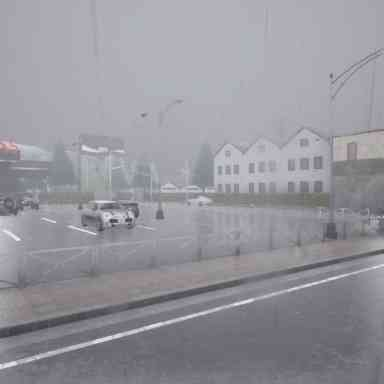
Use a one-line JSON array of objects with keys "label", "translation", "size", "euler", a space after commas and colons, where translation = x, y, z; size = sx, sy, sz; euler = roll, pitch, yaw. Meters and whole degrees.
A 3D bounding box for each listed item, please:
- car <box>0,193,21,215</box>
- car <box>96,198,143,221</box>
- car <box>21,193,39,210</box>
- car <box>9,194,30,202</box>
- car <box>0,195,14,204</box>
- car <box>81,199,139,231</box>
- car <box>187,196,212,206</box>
[{"label": "car", "translation": [-17.247, 1.113, 30.321], "size": [1.932, 1.855, 4.605], "euler": [0, 0, -36]}, {"label": "car", "translation": [-5.781, 1.313, 26.205], "size": [2.007, 1.523, 4.514], "euler": [0, 0, -36]}, {"label": "car", "translation": [-19.144, 1.092, 38.634], "size": [1.905, 1.878, 3.866], "euler": [0, 0, -36]}, {"label": "car", "translation": [-38.211, 1.328, 73.753], "size": [3.866, 1.878, 1.905], "euler": [0, 0, -36]}, {"label": "car", "translation": [-38.452, 1.495, 66.625], "size": [4.611, 1.667, 2.242], "euler": [0, 0, -36]}, {"label": "car", "translation": [-4.667, 1.248, 18.340], "size": [1.970, 1.475, 3.806], "euler": [0, 0, -36]}, {"label": "car", "translation": [1.158, 1.349, 49.294], "size": [1.812, 1.442, 4.674], "euler": [0, 0, -35]}]
